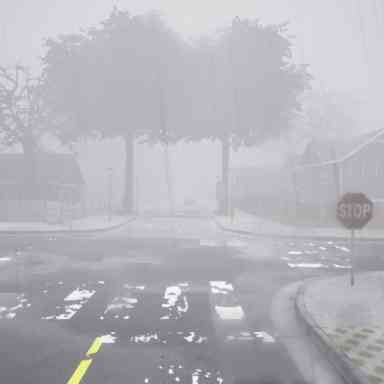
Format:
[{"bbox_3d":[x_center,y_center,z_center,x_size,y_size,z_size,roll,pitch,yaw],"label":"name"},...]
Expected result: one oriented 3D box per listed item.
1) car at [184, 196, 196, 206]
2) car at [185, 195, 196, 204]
[{"bbox_3d":[-0.293,1.678,56.822,1.994,1.385,4.181,0,0,0],"label":"car"},{"bbox_3d":[-0.345,1.503,66.841,2.097,1.767,4.553,0,0,0],"label":"car"}]
